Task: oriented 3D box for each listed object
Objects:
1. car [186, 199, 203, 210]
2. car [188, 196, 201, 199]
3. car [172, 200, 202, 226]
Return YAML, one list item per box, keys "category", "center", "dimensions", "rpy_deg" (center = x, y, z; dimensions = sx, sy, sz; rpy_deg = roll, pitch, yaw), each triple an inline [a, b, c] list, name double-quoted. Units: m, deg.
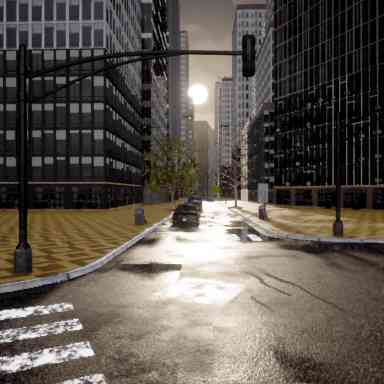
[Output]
- category: "car"
  center: [-0.011, 1.777, 35.613]
  dimensions: [1.812, 1.442, 4.674]
  rpy_deg: [0, 0, 2]
- category: "car"
  center: [0.389, 1.554, 46.265]
  dimensions: [2.150, 2.045, 5.566]
  rpy_deg: [0, 0, 2]
- category: "car"
  center: [-0.397, 1.654, 25.400]
  dimensions: [1.882, 1.535, 5.008]
  rpy_deg: [0, 0, 2]
